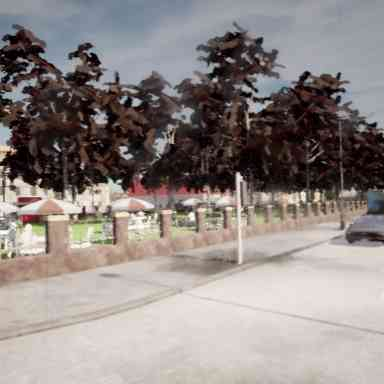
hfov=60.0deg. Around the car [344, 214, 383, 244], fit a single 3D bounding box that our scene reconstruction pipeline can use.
[{"bbox_3d":[9.604,1.862,17.445,2.033,1.411,5.357,-3,-2,39],"label":"car"}]
